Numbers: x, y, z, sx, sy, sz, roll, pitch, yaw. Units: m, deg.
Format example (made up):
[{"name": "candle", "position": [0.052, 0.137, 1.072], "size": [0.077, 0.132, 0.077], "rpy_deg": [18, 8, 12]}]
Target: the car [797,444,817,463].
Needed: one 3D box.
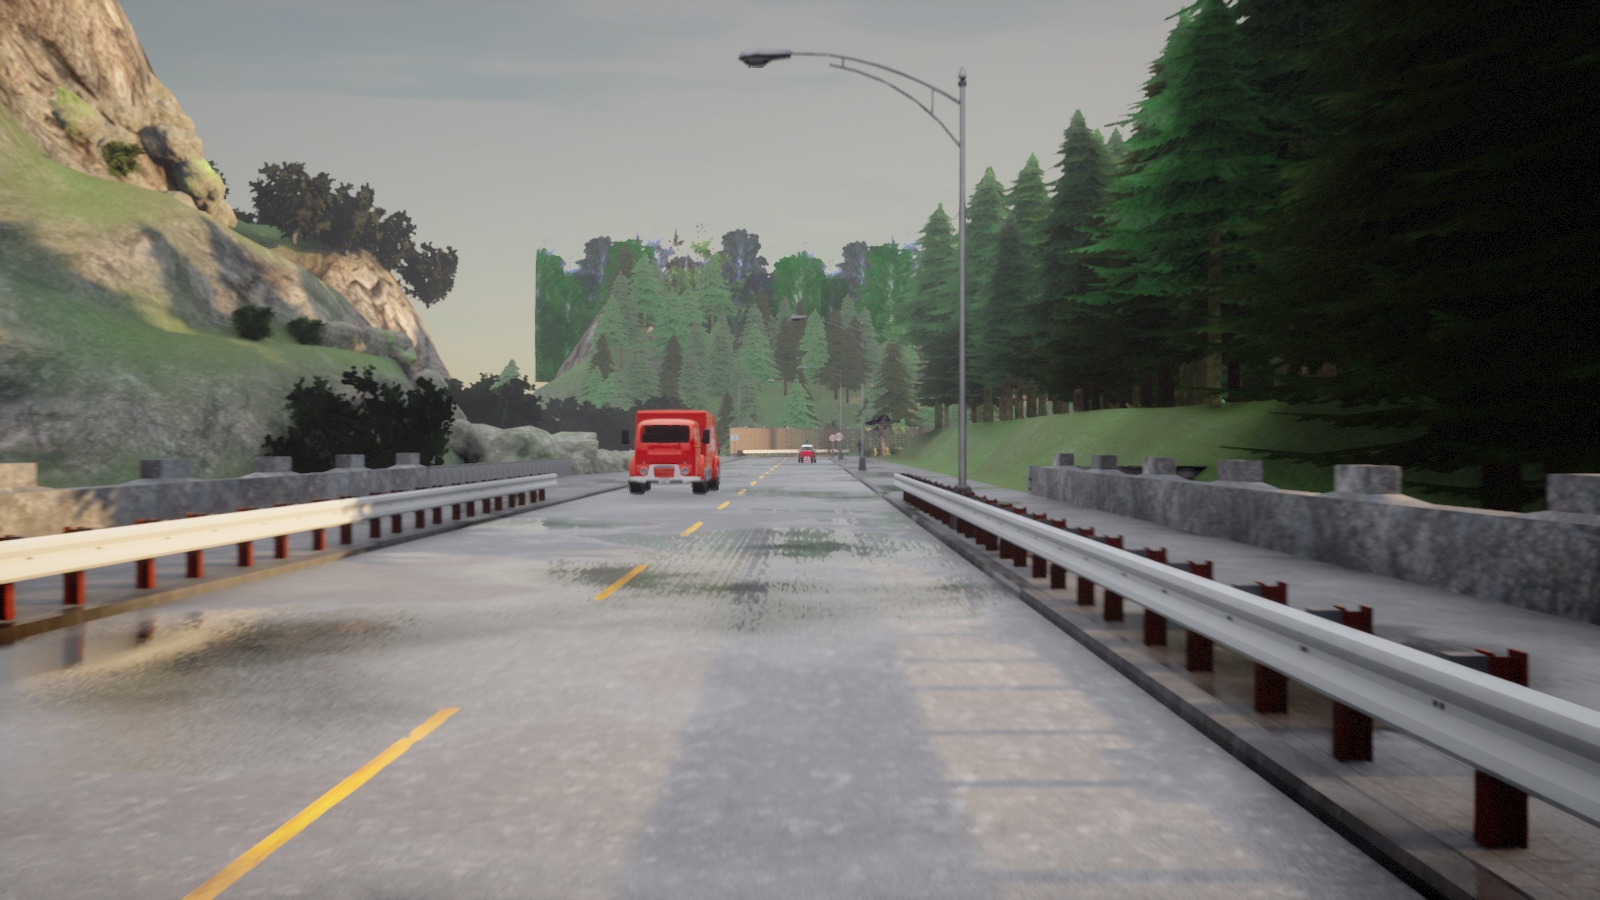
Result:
[{"name": "car", "position": [0.540, 0.275, 94.543], "size": [1.481, 1.376, 2.207], "rpy_deg": [0, 1, 0]}]

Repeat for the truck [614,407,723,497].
[{"name": "truck", "position": [-3.775, 0.050, 37.104], "size": [2.627, 2.467, 5.204], "rpy_deg": [0, 0, 0]}]
